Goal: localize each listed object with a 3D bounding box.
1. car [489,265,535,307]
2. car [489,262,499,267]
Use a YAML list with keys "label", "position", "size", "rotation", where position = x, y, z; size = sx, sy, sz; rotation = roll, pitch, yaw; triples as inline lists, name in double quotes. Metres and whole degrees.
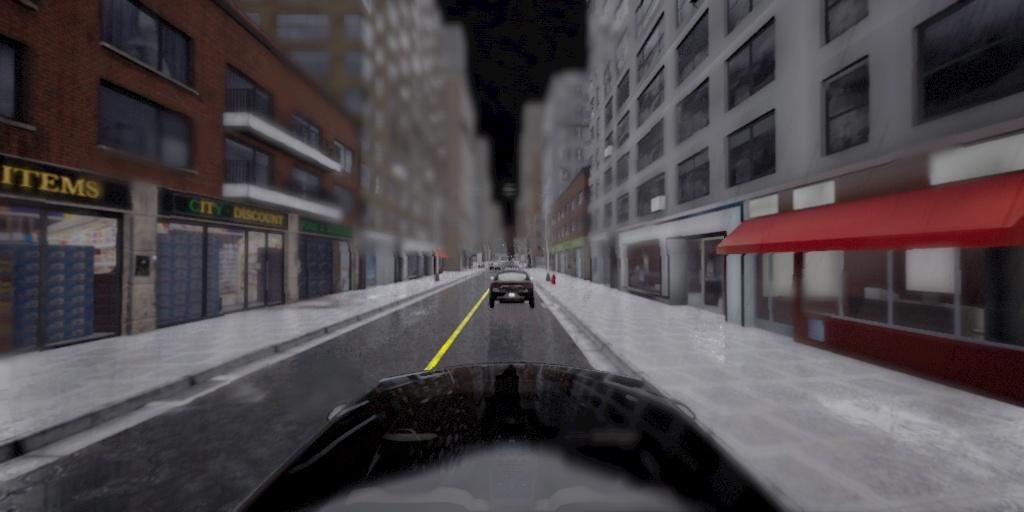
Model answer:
- label: "car"
  position: [0.002, 1.369, 16.346]
  size: [1.882, 1.535, 5.008]
  rotation: [0, 0, 0]
- label: "car"
  position: [-3.068, 1.856, 64.688]
  size: [1.882, 1.535, 5.008]
  rotation: [0, 0, 0]
